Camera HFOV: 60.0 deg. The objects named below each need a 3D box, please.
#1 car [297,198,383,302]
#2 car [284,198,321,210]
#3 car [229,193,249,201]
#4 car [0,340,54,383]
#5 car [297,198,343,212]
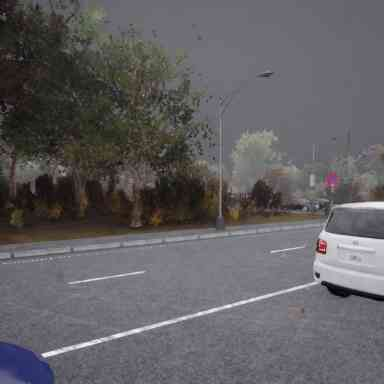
[{"bbox_3d":[5.017,1.221,7.332,5.566,2.045,2.150,0,0,-35],"label":"car"},{"bbox_3d":[12.507,1.492,38.731,2.128,1.511,4.902,0,0,-33],"label":"car"},{"bbox_3d":[7.263,1.213,47.061,2.150,2.045,5.566,0,0,-32],"label":"car"},{"bbox_3d":[-3.103,1.526,1.529,4.674,1.442,1.812,0,0,-36],"label":"car"},{"bbox_3d":[15.537,1.492,40.515,2.128,1.511,4.902,0,0,-32],"label":"car"}]
